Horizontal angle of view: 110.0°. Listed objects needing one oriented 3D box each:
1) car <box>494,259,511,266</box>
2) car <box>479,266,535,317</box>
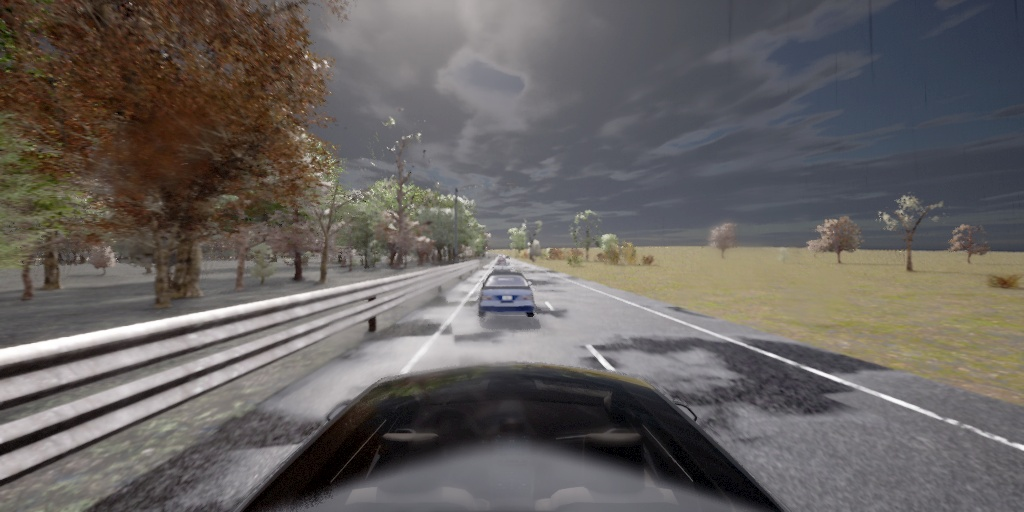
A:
[{"bbox_3d":[-1.013,1.288,39.150,1.895,1.301,4.718,0,0,-2],"label":"car"},{"bbox_3d":[-0.223,1.281,13.132,2.033,1.411,5.357,0,0,-2],"label":"car"}]
